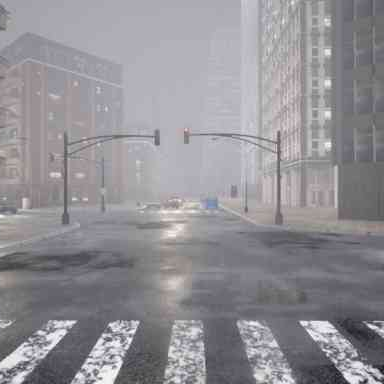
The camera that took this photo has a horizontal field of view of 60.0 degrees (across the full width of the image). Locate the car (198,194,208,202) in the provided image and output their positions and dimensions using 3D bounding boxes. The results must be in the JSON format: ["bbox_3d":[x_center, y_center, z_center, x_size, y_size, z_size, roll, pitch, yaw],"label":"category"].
[{"bbox_3d":[2.765,1.467,84.807,2.192,1.841,5.009,0,0,0],"label":"car"}]

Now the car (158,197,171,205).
[{"bbox_3d":[-5.166,1.650,62.615,1.947,1.339,4.313,0,0,0],"label":"car"}]

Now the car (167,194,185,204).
[{"bbox_3d":[-2.696,1.415,54.212,2.097,1.767,4.553,0,0,1],"label":"car"}]

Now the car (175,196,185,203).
[{"bbox_3d":[-2.576,1.669,73.934,1.994,1.385,4.181,0,0,0],"label":"car"}]

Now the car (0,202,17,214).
[{"bbox_3d":[-21.060,1.790,36.666,4.718,1.301,1.895,-1,-1,41],"label":"car"}]

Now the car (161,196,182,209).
[{"bbox_3d":[-2.723,1.644,45.086,1.895,1.301,4.718,0,0,0],"label":"car"}]

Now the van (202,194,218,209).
[{"bbox_3d":[2.677,1.386,45.939,1.690,1.788,3.998,0,0,0],"label":"van"}]

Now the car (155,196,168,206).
[{"bbox_3d":[-5.178,1.510,57.063,1.967,1.590,4.097,0,0,0],"label":"car"}]

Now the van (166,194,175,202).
[{"bbox_3d":[-5.126,1.474,79.271,1.690,1.788,3.998,0,0,0],"label":"van"}]

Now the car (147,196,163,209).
[{"bbox_3d":[-5.205,1.570,45.787,1.752,1.417,4.829,0,0,0],"label":"car"}]

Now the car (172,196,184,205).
[{"bbox_3d":[-2.646,1.580,64.052,2.128,1.511,4.902,0,0,1],"label":"car"}]

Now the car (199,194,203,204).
[{"bbox_3d":[2.728,1.644,68.148,1.887,1.381,4.507,0,0,0],"label":"car"}]
